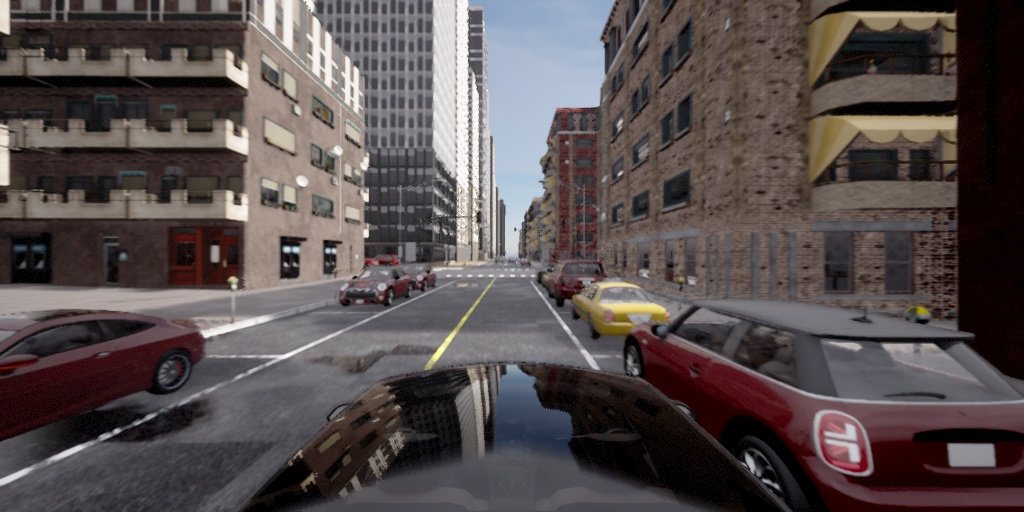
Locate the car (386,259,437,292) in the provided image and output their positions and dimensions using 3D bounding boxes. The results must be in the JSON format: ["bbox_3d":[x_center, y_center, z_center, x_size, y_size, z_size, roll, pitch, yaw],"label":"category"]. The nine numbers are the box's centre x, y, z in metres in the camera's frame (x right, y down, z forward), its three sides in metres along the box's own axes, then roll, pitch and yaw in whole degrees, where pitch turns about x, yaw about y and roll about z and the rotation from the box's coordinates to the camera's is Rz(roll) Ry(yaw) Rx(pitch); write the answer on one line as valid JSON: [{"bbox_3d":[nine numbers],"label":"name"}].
[{"bbox_3d":[-5.695,1.181,21.085,1.967,1.591,4.097,0,0,0],"label":"car"}]

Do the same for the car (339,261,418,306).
[{"bbox_3d":[-5.693,1.183,15.403,1.967,1.591,4.097,0,0,0],"label":"car"}]

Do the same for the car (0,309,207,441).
[{"bbox_3d":[-5.690,1.331,4.038,1.802,1.307,4.207,0,0,0],"label":"car"}]

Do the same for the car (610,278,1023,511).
[{"bbox_3d":[2.690,1.189,4.042,1.967,1.591,4.097,0,0,0],"label":"car"}]

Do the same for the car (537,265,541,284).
[{"bbox_3d":[2.686,1.267,21.259,1.751,1.417,4.829,0,0,0],"label":"car"}]

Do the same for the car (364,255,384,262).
[{"bbox_3d":[-17.585,0.742,40.431,5.009,1.841,2.192,0,0,0],"label":"car"}]

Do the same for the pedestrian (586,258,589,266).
[{"bbox_3d":[7.127,1.039,33.632,0.375,1.860,0.375,0,0,0],"label":"pedestrian"}]

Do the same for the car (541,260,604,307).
[{"bbox_3d":[2.687,1.058,15.407,2.192,1.841,5.009,0,0,0],"label":"car"}]

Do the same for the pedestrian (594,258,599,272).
[{"bbox_3d":[8.054,1.053,34.232,0.375,1.860,0.375,0,0,0],"label":"pedestrian"}]

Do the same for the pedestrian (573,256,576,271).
[{"bbox_3d":[6.112,0.878,34.832,0.375,1.860,0.375,0,0,0],"label":"pedestrian"}]

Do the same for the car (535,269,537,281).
[{"bbox_3d":[2.684,1.305,26.772,1.948,1.339,4.313,0,0,0],"label":"car"}]

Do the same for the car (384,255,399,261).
[{"bbox_3d":[-17.722,0.758,48.810,5.009,1.841,2.192,0,0,0],"label":"car"}]

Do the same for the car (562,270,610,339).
[{"bbox_3d":[2.689,1.271,9.894,1.751,1.417,4.829,0,0,0],"label":"car"}]
